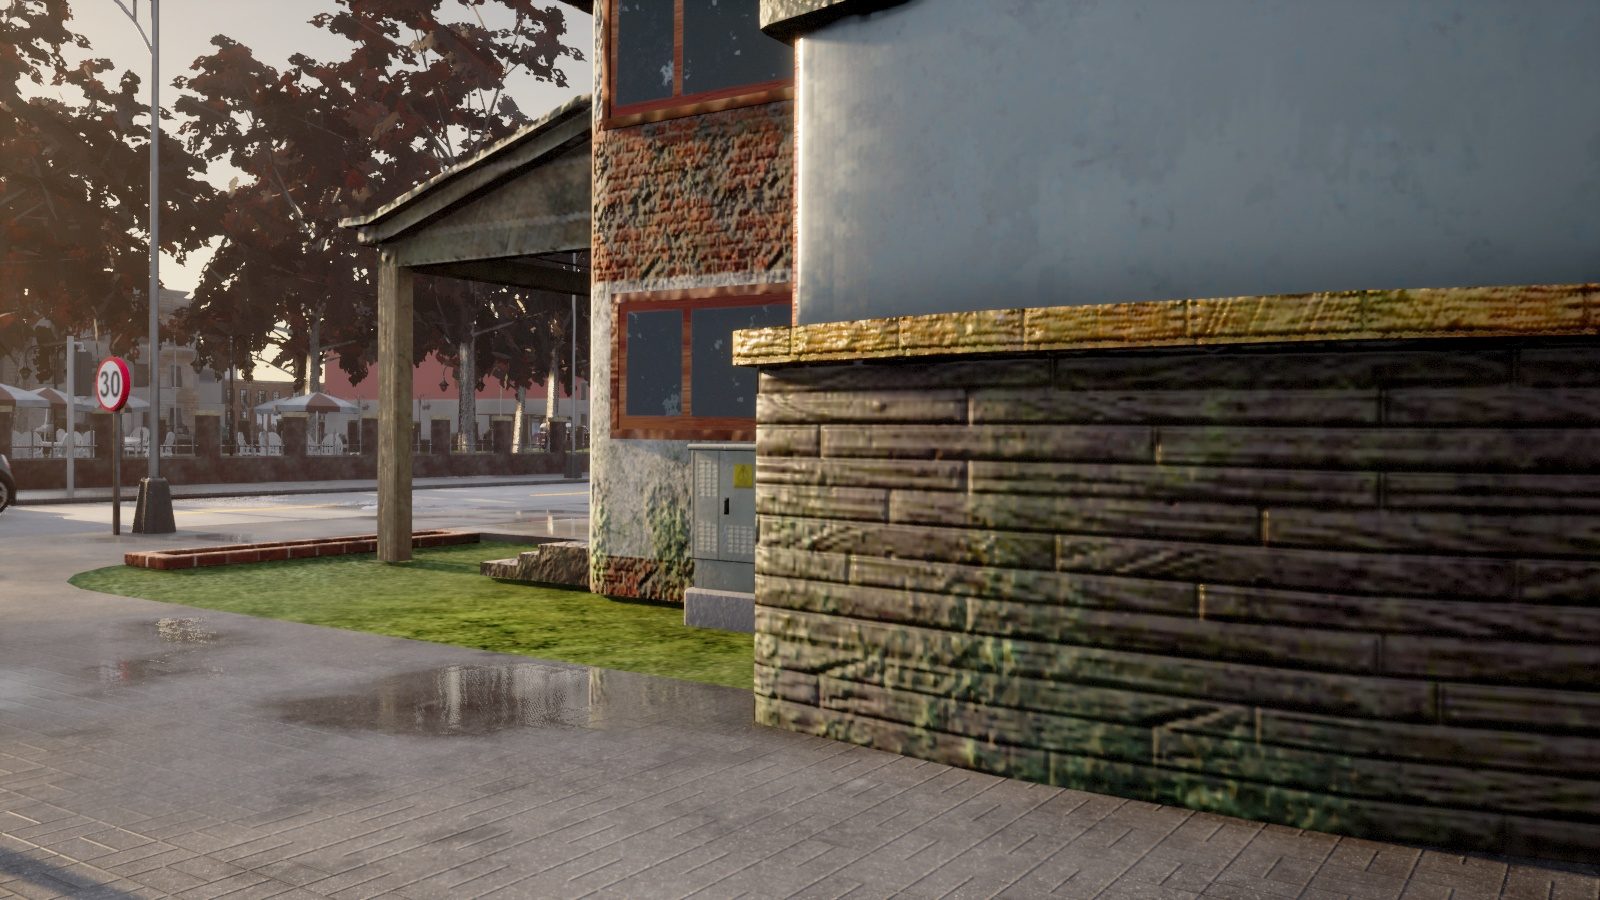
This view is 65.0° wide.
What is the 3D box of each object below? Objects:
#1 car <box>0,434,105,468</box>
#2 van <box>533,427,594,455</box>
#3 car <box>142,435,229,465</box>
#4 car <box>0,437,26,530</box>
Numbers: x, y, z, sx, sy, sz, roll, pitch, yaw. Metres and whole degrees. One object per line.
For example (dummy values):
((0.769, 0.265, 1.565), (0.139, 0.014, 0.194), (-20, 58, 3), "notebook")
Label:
((-40.889, 0.023, 68.667), (2.097, 1.767, 4.553), (0, 1, 33), "car")
((-18.045, -0.693, 96.037), (2.069, 2.038, 4.480), (0, 1, 34), "van")
((-34.645, -0.024, 70.877), (1.851, 1.617, 3.988), (0, 1, 33), "car")
((-14.440, 0.564, 19.321), (1.970, 1.475, 3.806), (0, 1, 33), "car")
